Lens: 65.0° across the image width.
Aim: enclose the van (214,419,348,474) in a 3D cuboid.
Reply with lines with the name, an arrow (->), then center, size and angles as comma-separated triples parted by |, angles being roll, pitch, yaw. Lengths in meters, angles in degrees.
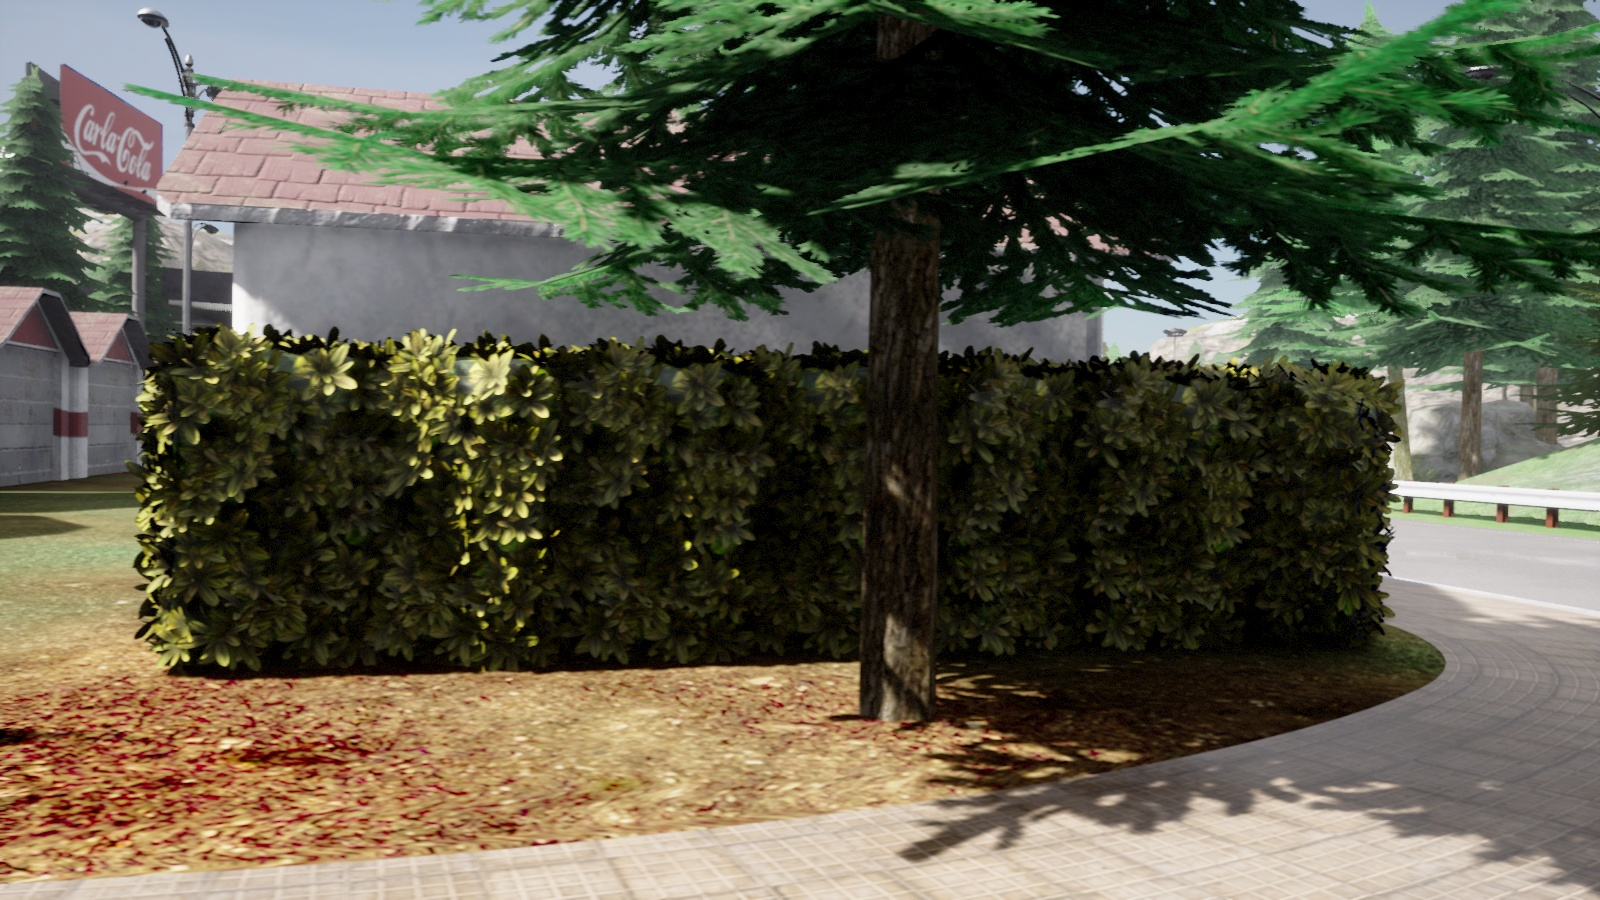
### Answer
van -> -19.467, -0.131, 47.274 | 4.442, 1.987, 1.775 | 0, 0, -13
